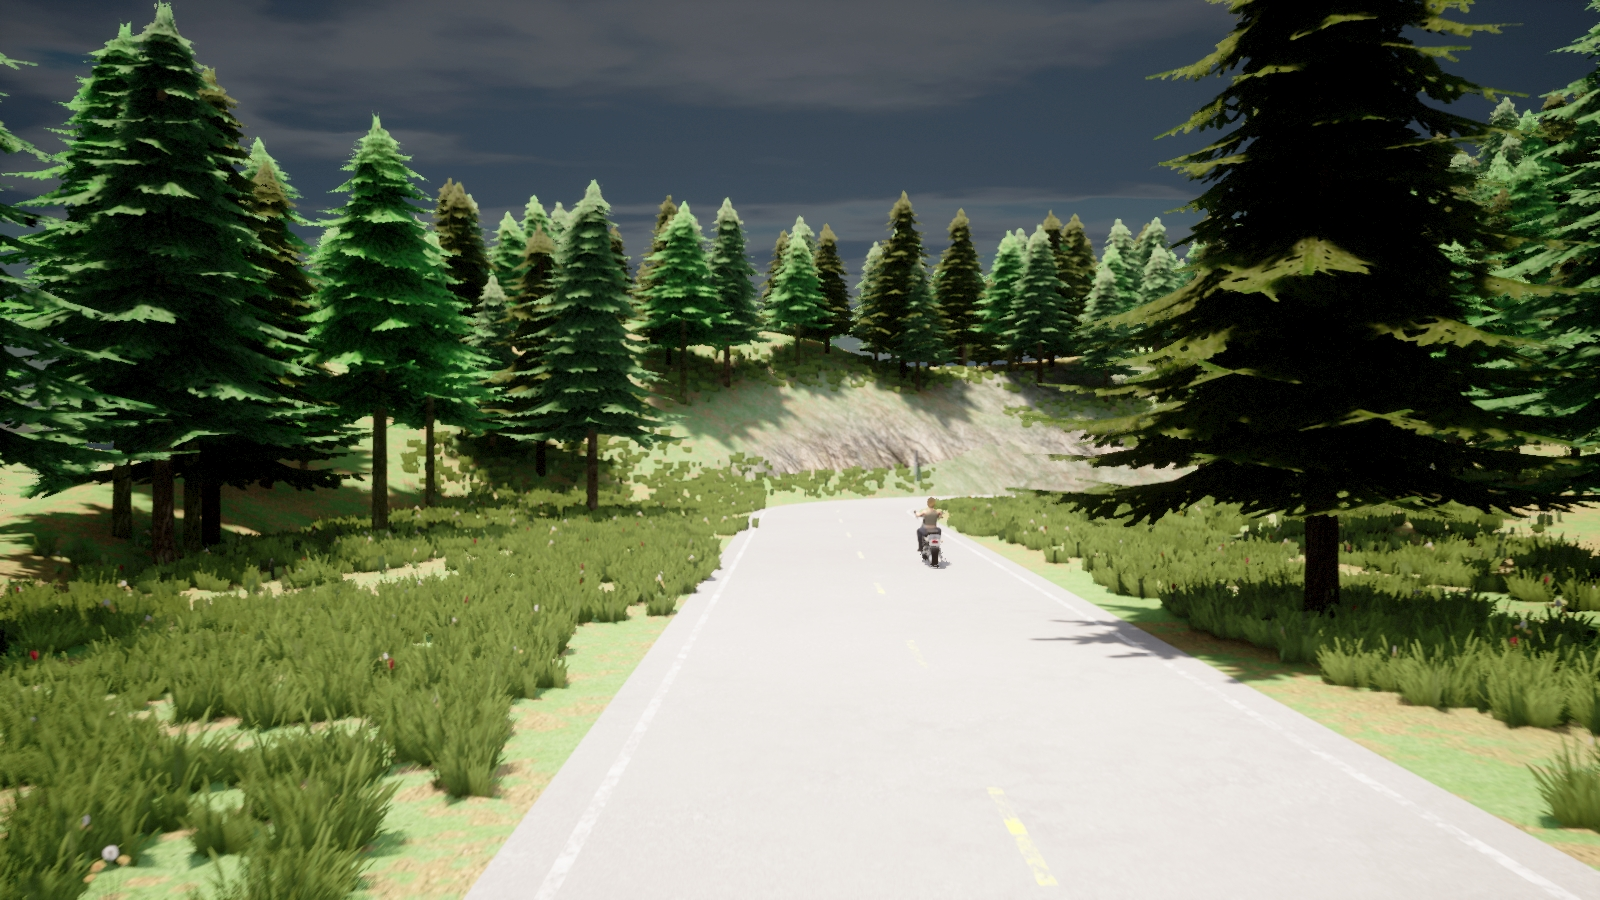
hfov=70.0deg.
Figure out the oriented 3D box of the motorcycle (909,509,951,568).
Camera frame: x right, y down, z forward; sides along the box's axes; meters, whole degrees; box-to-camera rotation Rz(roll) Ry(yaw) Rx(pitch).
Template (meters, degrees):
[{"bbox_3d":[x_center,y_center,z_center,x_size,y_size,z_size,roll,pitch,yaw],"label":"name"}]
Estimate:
[{"bbox_3d":[3.194,2.157,28.230,0.764,1.277,2.356,0,0,0],"label":"motorcycle"}]
